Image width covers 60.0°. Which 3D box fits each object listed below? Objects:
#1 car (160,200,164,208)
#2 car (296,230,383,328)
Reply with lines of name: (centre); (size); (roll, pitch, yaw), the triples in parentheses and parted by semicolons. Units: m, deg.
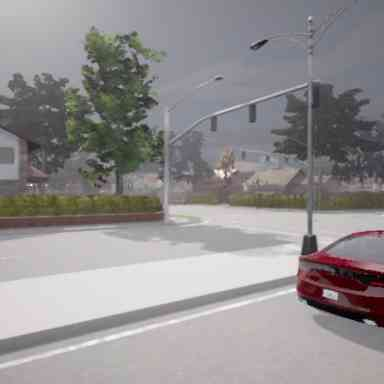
car: (-5.074, 1.705, 47.425); (1.994, 1.385, 4.181); (0, 0, -36)
car: (4.261, 1.522, 6.813); (5.008, 1.535, 1.882); (0, 0, -35)
